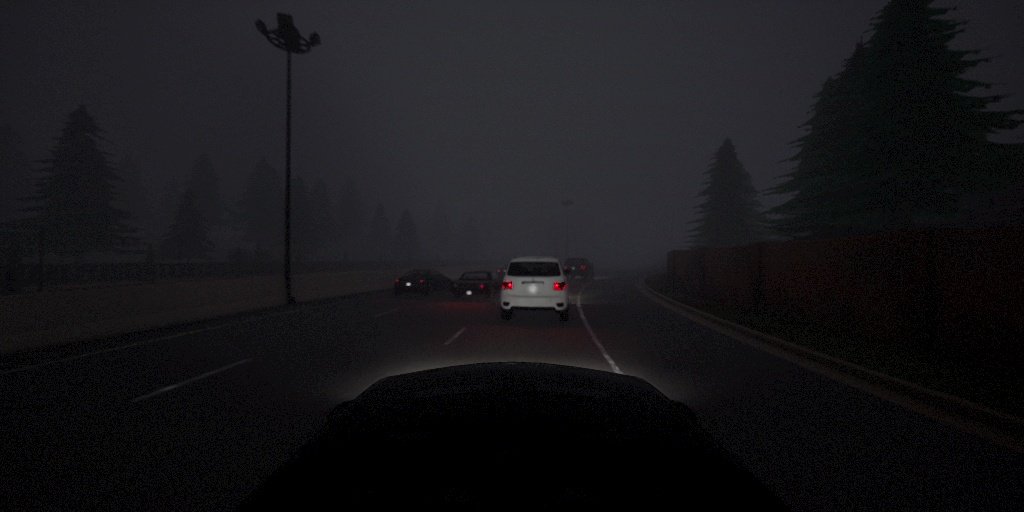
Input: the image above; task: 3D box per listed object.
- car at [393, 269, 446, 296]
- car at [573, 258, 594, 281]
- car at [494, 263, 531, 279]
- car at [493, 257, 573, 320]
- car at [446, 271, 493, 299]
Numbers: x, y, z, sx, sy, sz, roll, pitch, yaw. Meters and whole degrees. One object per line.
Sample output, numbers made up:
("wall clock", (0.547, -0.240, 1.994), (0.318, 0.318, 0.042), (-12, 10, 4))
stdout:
("car", (-4.872, 1.408, 20.088), (1.994, 1.385, 4.181), (0, 0, 11))
("car", (6.302, 1.192, 33.645), (2.150, 2.045, 5.566), (0, 0, 21))
("car", (0.193, 1.516, 37.174), (2.033, 1.411, 5.357), (0, 0, 22))
("car", (0.956, 1.045, 13.168), (2.150, 2.045, 5.566), (0, 0, 7))
("car", (-1.605, 1.451, 19.017), (1.895, 1.301, 4.718), (0, 0, 11))
